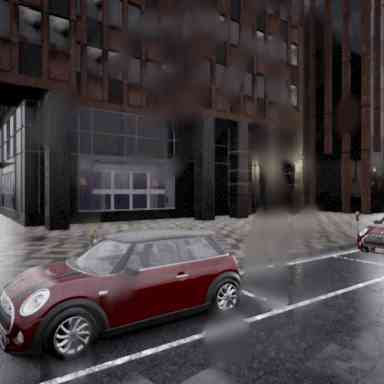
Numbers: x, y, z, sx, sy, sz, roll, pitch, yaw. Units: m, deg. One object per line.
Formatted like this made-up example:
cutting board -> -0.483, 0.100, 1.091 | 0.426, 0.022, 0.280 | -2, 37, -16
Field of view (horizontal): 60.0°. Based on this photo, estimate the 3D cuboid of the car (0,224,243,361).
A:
car -> -1.100, 1.439, 5.863 | 4.097, 1.590, 1.967 | 0, 0, -35

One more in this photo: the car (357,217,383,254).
car -> 7.896, 1.430, 12.277 | 4.097, 1.590, 1.967 | 0, 0, -35
